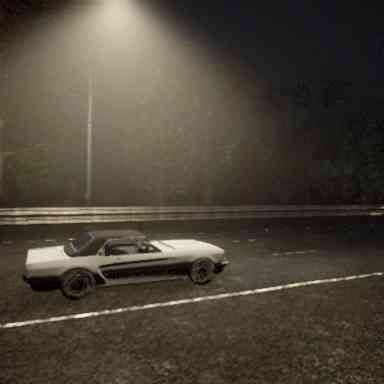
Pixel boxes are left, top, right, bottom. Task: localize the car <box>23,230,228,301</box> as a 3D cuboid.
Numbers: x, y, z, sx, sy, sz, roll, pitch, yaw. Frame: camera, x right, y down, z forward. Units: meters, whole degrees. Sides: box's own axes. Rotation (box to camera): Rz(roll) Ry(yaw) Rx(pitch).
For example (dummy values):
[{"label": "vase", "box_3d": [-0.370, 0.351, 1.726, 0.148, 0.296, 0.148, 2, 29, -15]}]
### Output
[{"label": "car", "box_3d": [-1.502, 1.606, 8.201, 4.718, 1.301, 1.895, 1, 0, -25]}]
